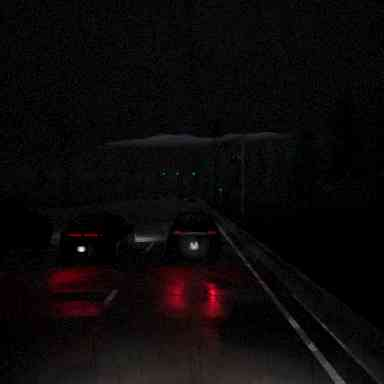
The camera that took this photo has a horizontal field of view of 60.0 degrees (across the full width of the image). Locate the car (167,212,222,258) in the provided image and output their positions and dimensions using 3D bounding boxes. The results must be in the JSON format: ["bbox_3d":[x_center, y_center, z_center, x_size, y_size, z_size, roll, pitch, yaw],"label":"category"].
[{"bbox_3d":[0.079,1.517,12.854,2.128,1.511,4.902,0,0,0],"label":"car"}]

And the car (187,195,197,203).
[{"bbox_3d":[0.004,1.736,70.643,1.895,1.301,4.718,0,0,0],"label":"car"}]

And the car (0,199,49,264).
[{"bbox_3d":[-6.927,1.245,11.572,2.150,2.045,5.566,0,0,0],"label":"car"}]

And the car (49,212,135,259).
[{"bbox_3d":[-3.421,1.529,12.741,1.837,1.490,4.892,0,0,0],"label":"car"}]
